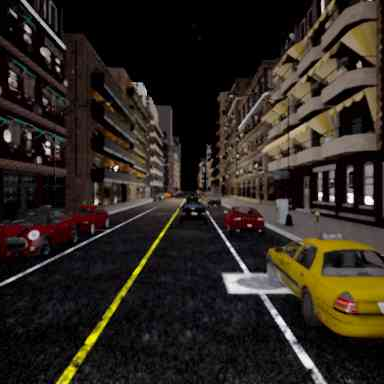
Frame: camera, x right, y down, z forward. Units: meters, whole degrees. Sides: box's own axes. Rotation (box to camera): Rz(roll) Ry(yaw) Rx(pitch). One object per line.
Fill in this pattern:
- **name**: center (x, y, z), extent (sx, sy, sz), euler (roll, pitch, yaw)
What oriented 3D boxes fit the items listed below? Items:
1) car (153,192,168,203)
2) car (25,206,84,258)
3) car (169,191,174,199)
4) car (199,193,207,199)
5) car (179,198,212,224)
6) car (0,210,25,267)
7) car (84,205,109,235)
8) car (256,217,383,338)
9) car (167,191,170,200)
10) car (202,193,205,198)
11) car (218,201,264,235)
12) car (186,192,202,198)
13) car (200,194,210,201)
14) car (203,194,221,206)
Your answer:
- **car**: center (-5.713, 1.103, 57.237), extent (2.008, 1.369, 4.403), euler (0, 0, 0)
- **car**: center (-5.694, 1.345, 12.147), extent (1.967, 1.590, 4.097), euler (0, 0, 0)
- **car**: center (-5.720, 0.963, 74.146), extent (1.887, 1.381, 4.507), euler (0, 0, 0)
- **car**: center (2.658, 0.955, 79.781), extent (1.802, 1.307, 4.206), euler (0, 0, 0)
- **car**: center (0.091, 1.366, 23.186), extent (2.033, 1.411, 5.357), euler (0, 0, 0)
- **car**: center (-5.691, 1.264, 6.511), extent (2.192, 1.841, 5.009), euler (0, 0, 0)
- **car**: center (-5.697, 1.406, 17.786), extent (1.887, 1.381, 4.507), euler (0, 0, 0)
- **car**: center (2.688, 1.473, 6.682), extent (1.752, 1.417, 4.829), euler (0, 0, 0)
- **car**: center (-5.716, 1.058, 62.873), extent (2.008, 1.369, 4.403), euler (0, 0, 0)
- **car**: center (2.666, 1.031, 63.042), extent (1.752, 1.417, 4.829), euler (0, 0, 0)
- **car**: center (2.684, 1.406, 17.785), extent (1.887, 1.381, 4.507), euler (0, 0, 0)
- **car**: center (0.078, 0.932, 53.765), extent (2.097, 1.767, 4.553), euler (0, 1, 0)
- **car**: center (2.663, 1.028, 68.509), extent (1.947, 1.339, 4.313), euler (0, 0, 0)
- **car**: center (2.675, 1.236, 40.328), extent (2.008, 1.369, 4.403), euler (0, 0, 0)
